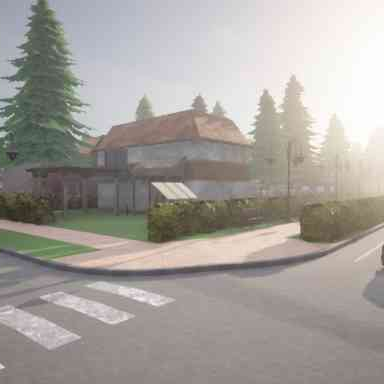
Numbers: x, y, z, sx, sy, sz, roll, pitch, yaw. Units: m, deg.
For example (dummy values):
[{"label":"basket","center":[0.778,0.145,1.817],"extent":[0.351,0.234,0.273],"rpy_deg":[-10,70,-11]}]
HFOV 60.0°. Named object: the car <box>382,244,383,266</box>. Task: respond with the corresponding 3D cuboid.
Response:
[{"label":"car","center":[6.912,1.390,9.593],"extent":[1.994,1.385,4.181],"rpy_deg":[1,1,40]}]
